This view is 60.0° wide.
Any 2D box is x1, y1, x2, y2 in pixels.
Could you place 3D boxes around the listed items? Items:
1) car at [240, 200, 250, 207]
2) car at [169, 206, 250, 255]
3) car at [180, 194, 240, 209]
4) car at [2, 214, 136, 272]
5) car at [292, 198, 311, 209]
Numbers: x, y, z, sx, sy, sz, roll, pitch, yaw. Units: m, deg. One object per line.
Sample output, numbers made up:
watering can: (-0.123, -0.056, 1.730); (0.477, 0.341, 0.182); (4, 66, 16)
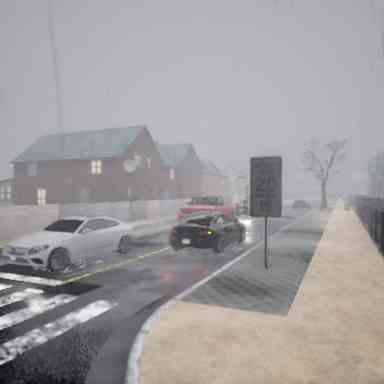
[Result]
car: (5.179, 1.452, 30.373); (2.128, 1.511, 4.902); (0, 0, 24)
car: (0.736, 1.487, 13.247); (1.812, 1.442, 4.674); (0, 0, 24)
car: (1.076, 1.186, 21.237); (2.150, 2.045, 5.566); (0, 0, 24)
car: (-3.718, 1.498, 10.969); (1.812, 1.442, 4.674); (0, 0, 28)
car: (14.510, 1.490, 44.032); (1.812, 1.442, 4.674); (0, 0, 24)
